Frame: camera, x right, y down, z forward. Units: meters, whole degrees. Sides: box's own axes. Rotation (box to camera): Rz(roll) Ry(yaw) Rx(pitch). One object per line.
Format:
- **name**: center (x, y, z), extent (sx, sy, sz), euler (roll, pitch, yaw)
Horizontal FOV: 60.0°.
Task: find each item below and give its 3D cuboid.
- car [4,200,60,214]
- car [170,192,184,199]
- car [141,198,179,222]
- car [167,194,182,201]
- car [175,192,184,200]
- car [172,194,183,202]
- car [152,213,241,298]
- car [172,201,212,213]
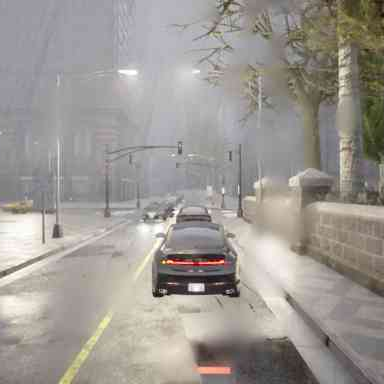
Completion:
- **car**: center (-14.941, 1.398, 31.177), extent (4.829, 1.417, 1.752), euler (1, -1, 0)
- **car**: center (-3.087, 1.092, 60.133), extent (2.150, 2.045, 5.566), euler (0, 0, 1)
- **car**: center (-2.651, 1.491, 26.494), extent (2.128, 1.511, 4.902), euler (0, 0, 6)
- **car**: center (-3.105, 1.424, 50.177), extent (2.128, 1.511, 4.902), euler (0, 0, 0)
- **car**: center (-3.024, 0.957, 83.674), extent (2.097, 1.767, 4.553), euler (0, 1, 0)
- **car**: center (-3.020, 1.319, 70.441), extent (2.128, 1.511, 4.902), euler (0, 0, 0)
- **car**: center (0.096, 1.505, 8.528), extent (1.837, 1.490, 4.892), euler (0, 0, 0)
- **car**: center (0.095, 1.477, 18.849), extent (1.882, 1.535, 5.008), euler (0, 0, 0)
